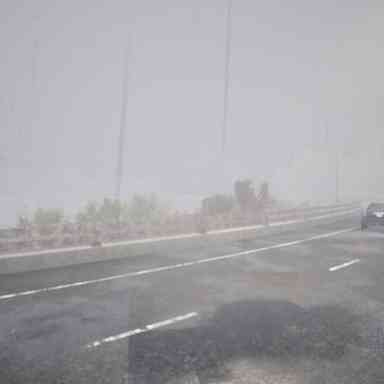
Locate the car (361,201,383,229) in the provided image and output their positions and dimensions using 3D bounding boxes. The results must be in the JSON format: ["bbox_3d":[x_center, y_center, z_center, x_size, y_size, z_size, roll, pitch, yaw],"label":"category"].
[{"bbox_3d":[12.115,1.352,20.606,2.097,1.767,4.553,-1,0,41],"label":"car"}]
